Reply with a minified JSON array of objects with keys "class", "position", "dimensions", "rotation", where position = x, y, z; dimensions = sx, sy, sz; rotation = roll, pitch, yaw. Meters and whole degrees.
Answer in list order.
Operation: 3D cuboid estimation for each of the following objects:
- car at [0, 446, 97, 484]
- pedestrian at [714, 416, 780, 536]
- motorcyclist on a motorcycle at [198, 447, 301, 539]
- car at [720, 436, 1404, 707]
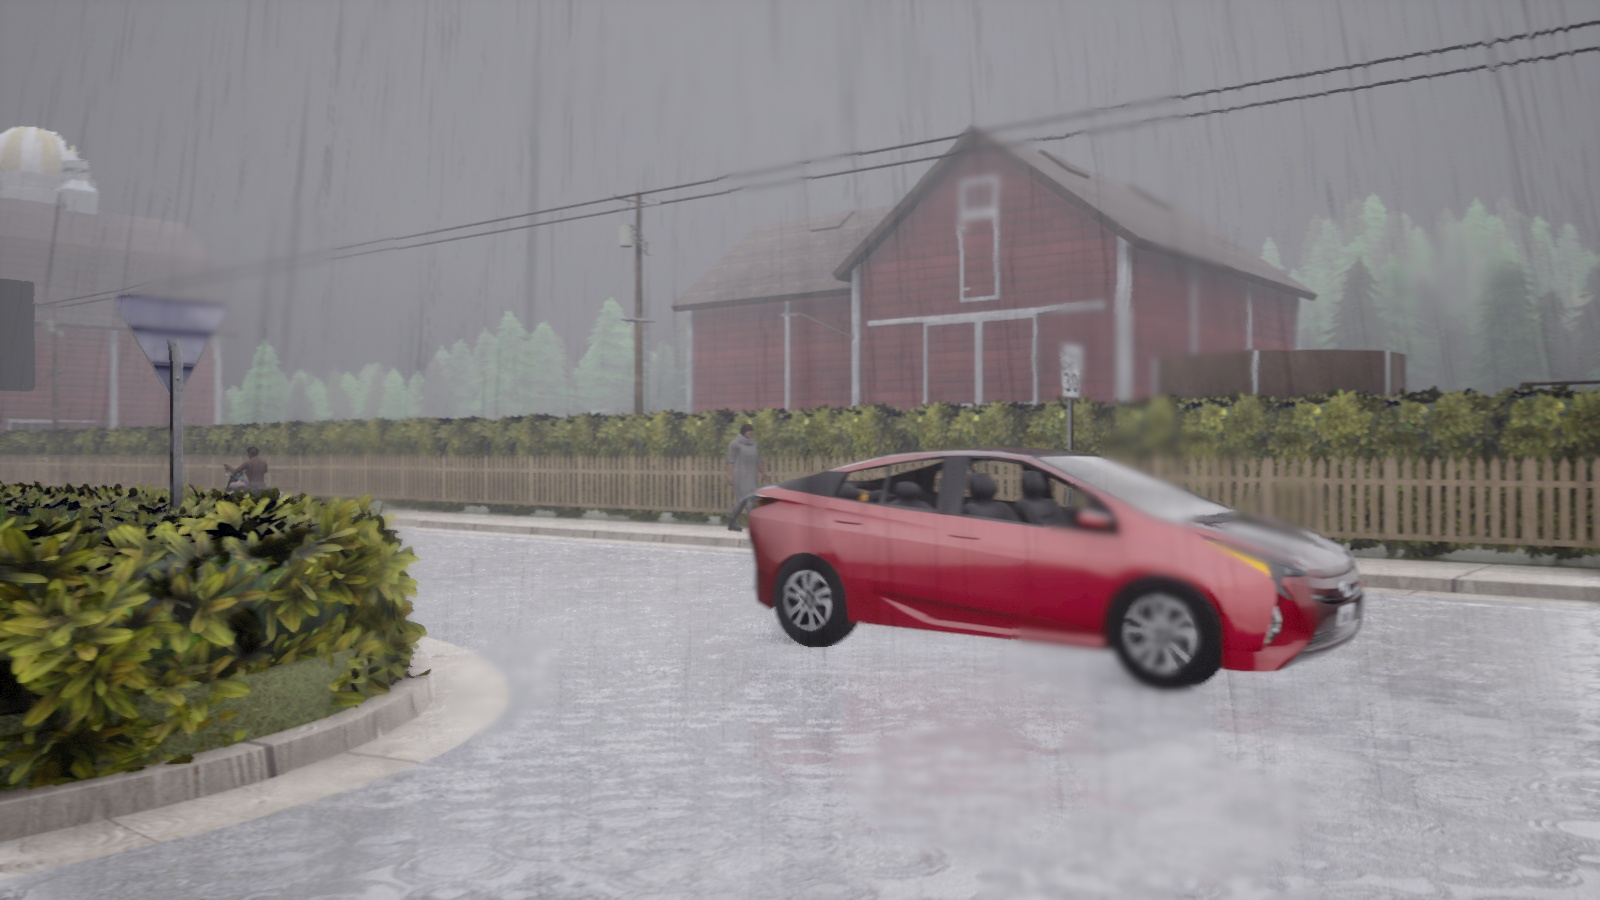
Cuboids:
[{"class":"car","position":[-34.463,0.658,56.248],"dimensions":[5.027,1.651,2.152],"rotation":[0,0,-25]},{"class":"pedestrian","position":[-0.886,0.429,21.045],"dimensions":[0.873,1.952,0.659],"rotation":[0,0,39]},{"class":"motorcyclist on a motorcycle","position":[-10.379,0.777,23.639],"dimensions":[2.350,1.649,0.766],"rotation":[-1,0,39]},{"class":"car","position":[1.757,0.694,9.265],"dimensions":[4.514,1.525,2.007],"rotation":[0,0,39]}]
